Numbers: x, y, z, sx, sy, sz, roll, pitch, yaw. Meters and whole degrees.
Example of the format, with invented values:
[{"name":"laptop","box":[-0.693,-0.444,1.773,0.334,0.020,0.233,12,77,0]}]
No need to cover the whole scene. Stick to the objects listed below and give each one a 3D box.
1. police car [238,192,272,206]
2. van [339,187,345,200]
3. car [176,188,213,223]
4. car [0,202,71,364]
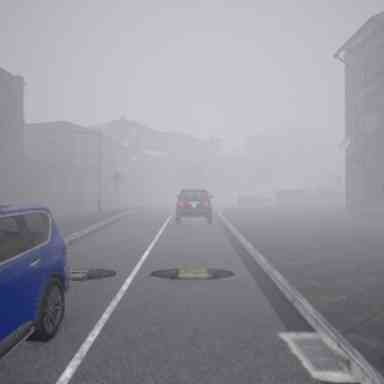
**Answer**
[{"name":"police car","box":[7.738,0.821,39.973,5.238,1.638,1.930,0,-1,-41]},{"name":"van","box":[23.702,0.212,53.337,1.878,1.987,4.442,-3,0,-12]},{"name":"car","box":[0.165,0.777,21.167,2.150,2.045,5.566,0,1,1]},{"name":"car","box":[-3.107,1.190,3.405,2.150,2.045,5.566,0,1,0]}]
